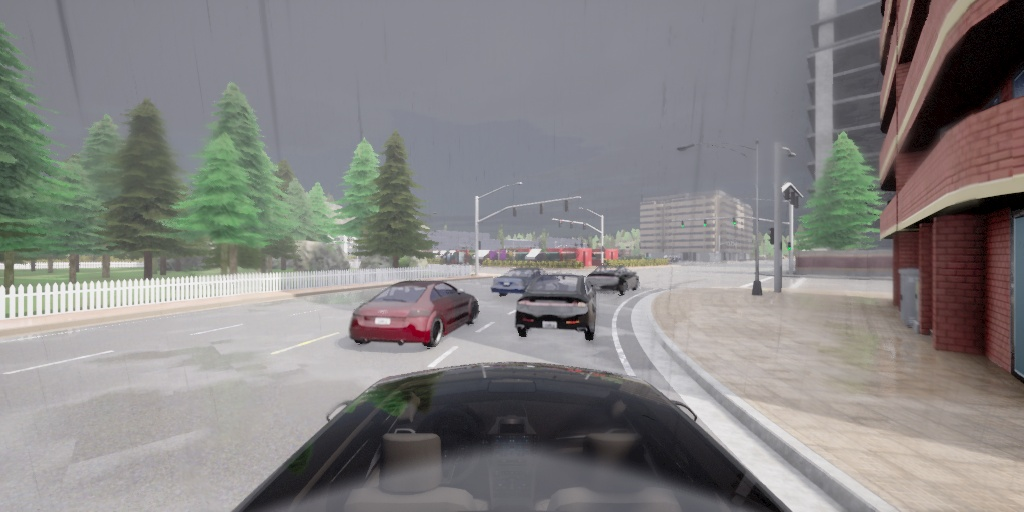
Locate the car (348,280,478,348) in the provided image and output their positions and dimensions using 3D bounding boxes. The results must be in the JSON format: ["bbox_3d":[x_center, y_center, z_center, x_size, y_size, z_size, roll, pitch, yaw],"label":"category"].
[{"bbox_3d":[-2.295,1.314,9.387,1.994,1.385,4.181,0,0,11],"label":"car"}]

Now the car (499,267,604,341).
[{"bbox_3d":[1.396,1.242,9.962,2.128,1.511,4.902,0,0,14],"label":"car"}]

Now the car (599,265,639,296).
[{"bbox_3d":[5.586,1.243,19.581,2.128,1.511,4.902,0,0,31],"label":"car"}]

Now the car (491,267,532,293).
[{"bbox_3d":[0.882,1.298,18.580,2.033,1.411,5.357,0,0,27],"label":"car"}]
